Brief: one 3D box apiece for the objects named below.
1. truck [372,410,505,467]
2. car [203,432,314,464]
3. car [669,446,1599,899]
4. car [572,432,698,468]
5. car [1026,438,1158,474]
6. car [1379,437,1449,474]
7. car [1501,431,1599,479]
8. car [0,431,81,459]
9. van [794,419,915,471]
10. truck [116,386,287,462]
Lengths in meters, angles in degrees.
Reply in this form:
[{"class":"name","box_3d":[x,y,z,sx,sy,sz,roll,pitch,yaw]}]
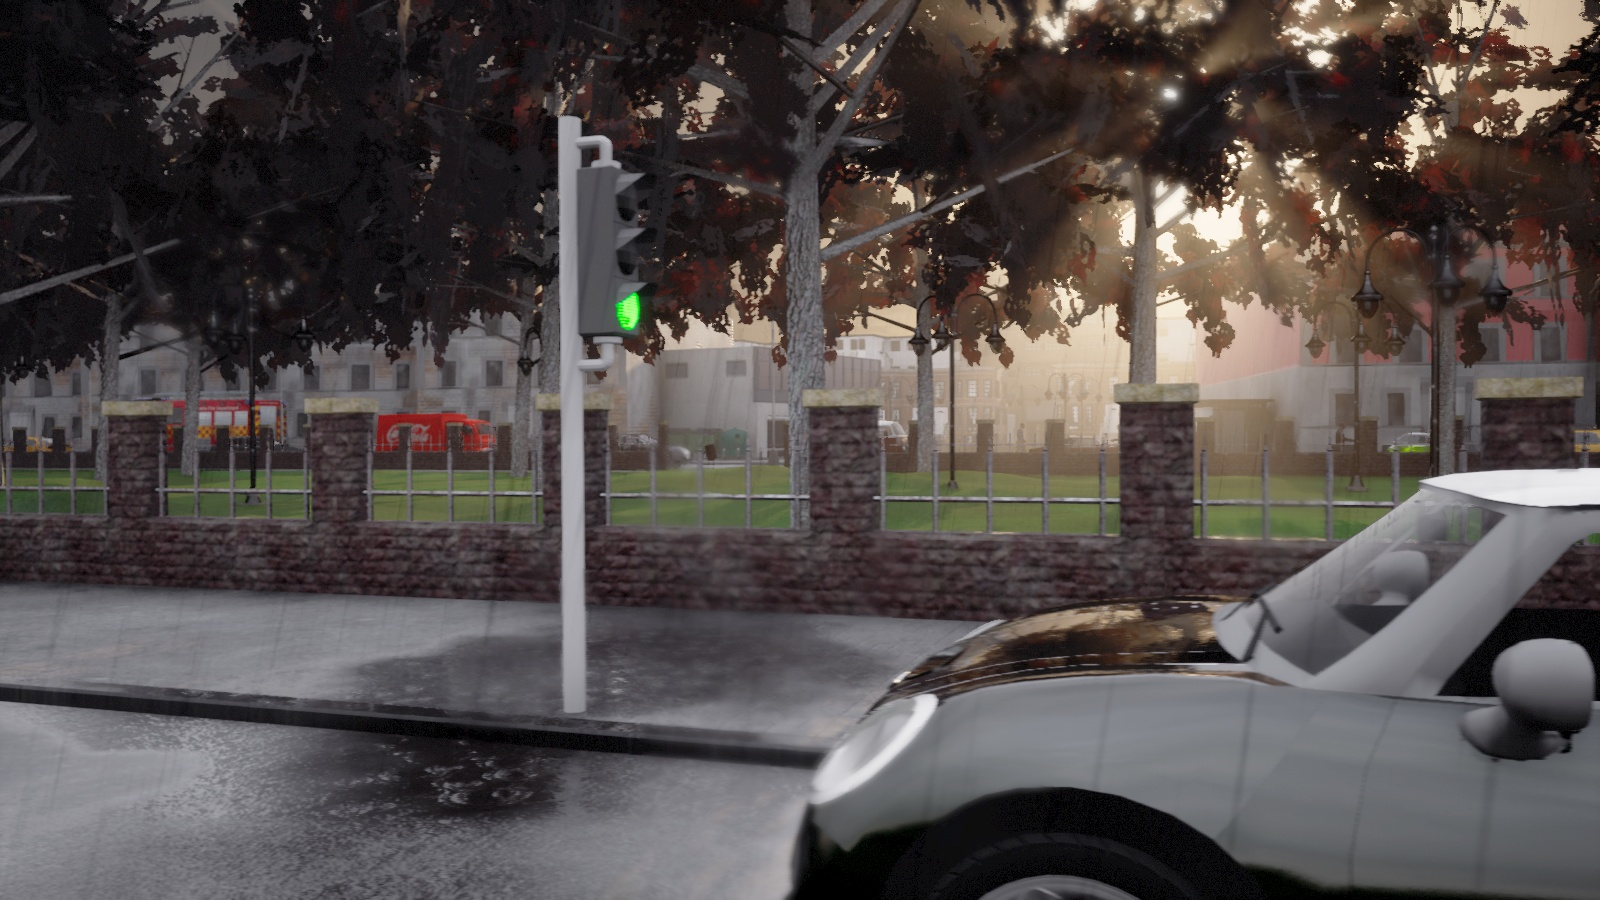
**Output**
[{"class":"truck","box_3d":[-16.385,-0.531,57.010,5.204,2.467,2.627,0,1,19]},{"class":"car","box_3d":[-25.987,-0.097,60.238,4.892,1.490,1.837,0,1,19]},{"class":"car","box_3d":[1.826,0.749,3.114,3.806,1.475,1.970,0,1,18]},{"class":"car","box_3d":[-7.071,-0.033,53.891,4.902,1.511,2.128,0,1,19]},{"class":"car","box_3d":[11.124,0.221,47.765,4.718,1.301,1.895,0,1,19]},{"class":"car","box_3d":[23.384,0.186,47.855,2.207,1.376,1.481,1,1,19]},{"class":"car","box_3d":[26.915,0.154,42.459,5.366,1.575,1.801,0,1,19]},{"class":"car","box_3d":[-42.893,-0.290,70.125,5.008,1.535,1.882,0,1,19]},{"class":"van","box_3d":[2.220,-0.210,50.758,4.480,2.038,2.069,0,1,19]},{"class":"truck","box_3d":[-31.605,-1.364,66.323,8.468,3.827,2.891,0,1,19]}]
